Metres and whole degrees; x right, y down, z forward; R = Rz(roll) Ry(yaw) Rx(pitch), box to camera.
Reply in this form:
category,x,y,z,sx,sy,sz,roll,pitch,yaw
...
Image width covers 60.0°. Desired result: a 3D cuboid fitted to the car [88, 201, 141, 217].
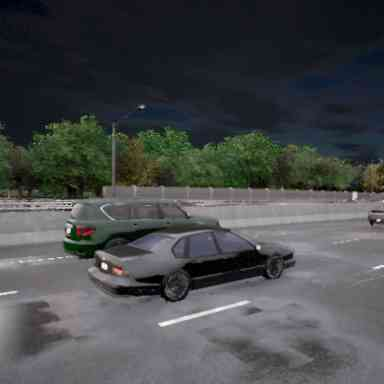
category,x,y,z,sx,sy,sz,roll,pitch,yaw
car,-7.636,1.630,32.935,4.718,1.301,1.895,0,0,-35

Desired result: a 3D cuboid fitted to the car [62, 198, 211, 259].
category,x,y,z,sx,sy,sz,roll,pitch,yaw
car,-1.442,1.233,11.314,5.566,2.045,2.150,0,0,-35

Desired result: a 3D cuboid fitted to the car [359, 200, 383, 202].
category,x,y,z,sx,sy,sz,roll,pitch,yaw
car,23.927,1.840,42.517,4.892,1.490,1.837,2,-1,-35

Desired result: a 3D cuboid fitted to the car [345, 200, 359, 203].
category,x,y,z,sx,sy,sz,roll,pitch,yaw
car,27.237,2.004,53.444,4.892,1.490,1.837,1,-1,-35

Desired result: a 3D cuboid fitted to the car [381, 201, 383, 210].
category,x,y,z,sx,sy,sz,roll,pitch,yaw
car,32.091,2.169,52.580,4.718,1.301,1.895,1,-1,-35

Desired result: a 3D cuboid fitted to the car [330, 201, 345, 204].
category,x,y,z,sx,sy,sz,roll,pitch,yaw
car,25.540,2.108,56.514,4.718,1.301,1.895,1,-1,-35

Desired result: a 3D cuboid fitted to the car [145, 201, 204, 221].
category,x,y,z,sx,sy,sz,roll,pitch,yaw
car,-1.461,1.543,28.739,4.892,1.490,1.837,0,0,-35

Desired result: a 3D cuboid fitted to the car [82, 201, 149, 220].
category,x,y,z,sx,sy,sz,roll,pitch,yaw
car,-6.652,1.573,29.339,5.357,1.411,2.033,0,0,-35

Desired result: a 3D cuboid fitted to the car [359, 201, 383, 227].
category,x,y,z,sx,sy,sz,roll,pitch,yaw
car,13.526,1.578,21.988,4.902,1.511,2.128,1,0,-35

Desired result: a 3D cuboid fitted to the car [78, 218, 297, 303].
category,x,y,z,sx,sy,sz,roll,pitch,yaw
car,0.251,1.558,8.230,5.357,1.411,2.033,0,0,-36
